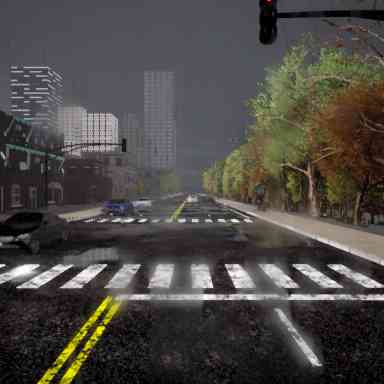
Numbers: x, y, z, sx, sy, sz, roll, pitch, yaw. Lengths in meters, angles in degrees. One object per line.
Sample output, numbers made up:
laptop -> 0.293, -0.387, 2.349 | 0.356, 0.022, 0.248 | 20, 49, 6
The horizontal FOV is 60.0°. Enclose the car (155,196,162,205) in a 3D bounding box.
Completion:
car -> -6.516, 1.468, 60.168 | 2.128, 1.511, 4.902 | 0, 0, 0

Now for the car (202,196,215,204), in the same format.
car -> 3.401, 1.523, 63.759 | 2.033, 1.411, 5.357 | 0, 0, 0

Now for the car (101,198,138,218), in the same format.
car -> -6.711, 1.343, 30.472 | 2.097, 1.767, 4.553 | 0, 0, 3

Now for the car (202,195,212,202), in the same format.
car -> 3.317, 1.510, 74.412 | 2.033, 1.411, 5.357 | 0, 0, 0

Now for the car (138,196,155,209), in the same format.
car -> -6.558, 1.509, 45.393 | 1.812, 1.442, 4.674 | 0, 0, 0

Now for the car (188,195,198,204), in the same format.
car -> 0.143, 1.501, 64.640 | 1.812, 1.442, 4.674 | 0, 0, 0

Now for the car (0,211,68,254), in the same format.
car -> -6.581, 1.523, 13.614 | 1.812, 1.442, 4.674 | 0, 0, 0

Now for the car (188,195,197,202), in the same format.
car -> 0.075, 1.447, 74.833 | 1.882, 1.535, 5.008 | 0, 0, 0
